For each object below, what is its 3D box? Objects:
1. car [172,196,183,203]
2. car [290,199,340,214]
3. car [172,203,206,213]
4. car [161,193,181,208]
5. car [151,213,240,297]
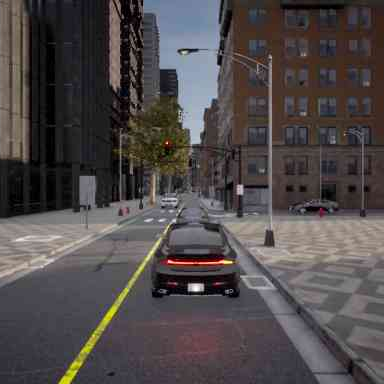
[{"bbox_3d":[-3.011,1.566,69.119,1.994,1.385,4.181,0,0,0],"label":"car"},{"bbox_3d":[12.610,1.471,34.241,4.902,1.511,2.128,0,0,0],"label":"car"},{"bbox_3d":[0.057,1.547,18.263,2.033,1.411,5.357,0,0,0],"label":"car"},{"bbox_3d":[-3.090,1.222,47.037,2.150,2.045,5.566,0,0,0],"label":"car"},{"bbox_3d":[0.082,1.505,8.527,1.837,1.490,4.892,0,0,0],"label":"car"}]
